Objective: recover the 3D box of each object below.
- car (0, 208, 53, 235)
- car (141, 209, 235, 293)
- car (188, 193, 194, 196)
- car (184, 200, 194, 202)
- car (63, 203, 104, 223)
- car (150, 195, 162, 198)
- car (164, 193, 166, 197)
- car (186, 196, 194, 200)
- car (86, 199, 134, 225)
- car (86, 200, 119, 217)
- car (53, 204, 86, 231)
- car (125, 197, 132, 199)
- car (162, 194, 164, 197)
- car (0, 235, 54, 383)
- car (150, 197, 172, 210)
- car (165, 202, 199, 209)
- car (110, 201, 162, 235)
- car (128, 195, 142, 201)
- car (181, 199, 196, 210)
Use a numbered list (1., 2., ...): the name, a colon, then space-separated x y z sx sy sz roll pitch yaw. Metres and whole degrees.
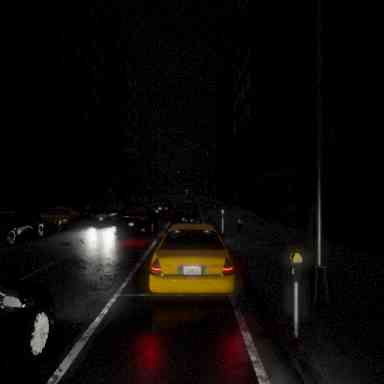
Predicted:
1. car: -8.408 1.566 15.368 1.947 1.339 4.313 0 0 0
2. car: 0.004 1.457 8.840 1.801 1.575 5.366 0 0 0
3. car: -0.382 1.395 90.663 1.967 1.590 4.097 0 0 0
4. car: -0.383 1.565 26.185 1.947 1.339 4.313 0 0 0
5. car: -8.408 1.581 26.194 1.802 1.307 4.206 0 0 0
6. car: -8.408 1.520 74.308 2.008 1.369 4.403 0 0 0
7. car: -8.408 1.486 85.046 1.752 1.417 4.829 0 0 0
8. car: -0.383 1.519 37.181 1.752 1.417 4.829 0 0 0
9. car: -5.870 1.491 23.885 2.128 1.511 4.902 0 0 0
10. car: -8.408 1.548 31.607 2.008 1.369 4.403 0 0 0
11. car: -8.408 1.525 20.611 1.752 1.417 4.829 0 0 0
12. car: -8.408 1.545 37.020 2.008 1.369 4.403 0 0 0
13. car: -8.408 1.510 79.763 1.887 1.381 4.507 0 0 0
14. car: -2.927 1.507 2.950 1.837 1.490 4.892 0 1 0
15. car: -2.922 1.544 32.599 2.033 1.411 5.357 0 0 0
16. car: -0.383 1.565 20.772 1.947 1.339 4.313 0 0 0
17. car: -3.022 1.477 19.041 1.882 1.535 5.008 0 0 0
18. car: -8.408 1.302 47.845 2.192 1.841 5.009 0 0 0
19. car: -0.383 1.572 42.423 1.802 1.307 4.206 0 0 0
